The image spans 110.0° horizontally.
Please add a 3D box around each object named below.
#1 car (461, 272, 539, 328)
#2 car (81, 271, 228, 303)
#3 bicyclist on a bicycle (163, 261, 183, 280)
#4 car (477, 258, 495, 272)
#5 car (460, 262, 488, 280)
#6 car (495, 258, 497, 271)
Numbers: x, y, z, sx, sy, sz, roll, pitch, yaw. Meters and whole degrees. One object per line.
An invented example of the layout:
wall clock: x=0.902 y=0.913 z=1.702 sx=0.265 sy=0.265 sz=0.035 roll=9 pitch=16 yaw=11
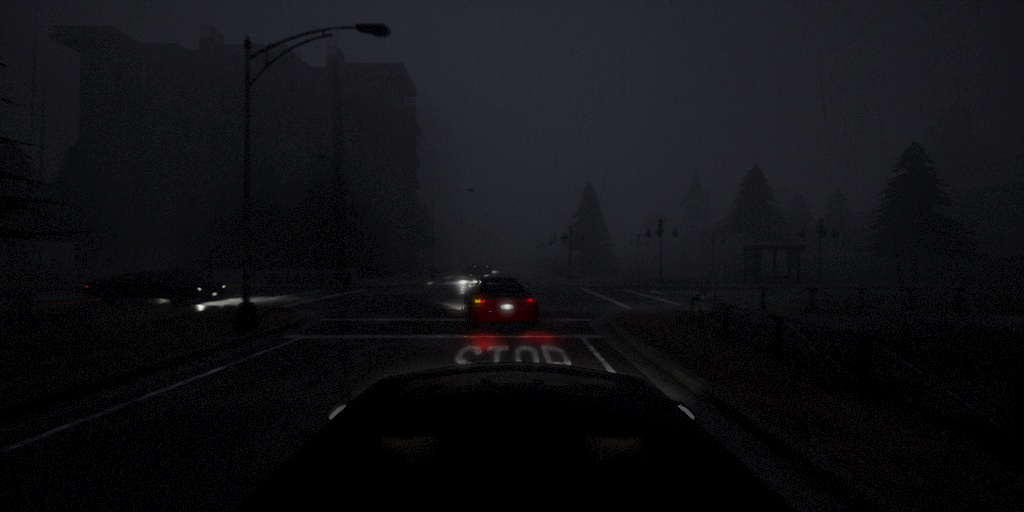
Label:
car: x=-0.482 y=1.377 z=11.752 sx=1.994 sy=1.385 sz=4.181 roll=0 pitch=-1 yaw=-10
car: x=-16.599 y=1.398 z=16.793 sx=5.357 sy=1.411 sz=2.033 roll=0 pitch=0 yaw=-1
bicyclist on a bicycle: x=-22.976 y=1.194 z=24.212 sx=0.582 sy=1.620 sz=1.656 roll=0 pitch=0 yaw=-1
car: x=-3.596 y=1.342 z=43.532 sx=2.097 sy=1.767 sz=4.553 roll=0 pitch=-1 yaw=0
car: x=-3.594 y=1.495 z=33.408 sx=1.994 sy=1.385 sz=4.181 roll=0 pitch=0 yaw=0
car: x=-3.558 y=1.295 z=58.564 sx=2.150 sy=2.045 sz=5.566 roll=0 pitch=0 yaw=1
